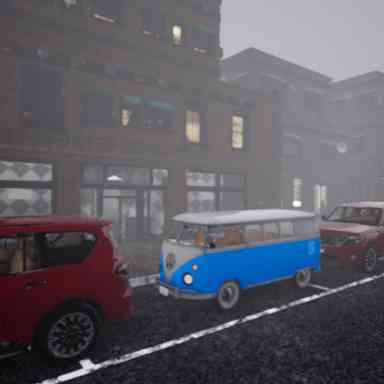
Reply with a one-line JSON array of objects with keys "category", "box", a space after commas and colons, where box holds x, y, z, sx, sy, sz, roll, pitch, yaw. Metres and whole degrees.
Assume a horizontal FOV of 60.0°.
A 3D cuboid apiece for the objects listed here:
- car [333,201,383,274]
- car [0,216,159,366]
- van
[{"category": "car", "box": [5.548, 1.260, 10.627, 5.009, 1.841, 2.192, 0, 1, -36]}, {"category": "car", "box": [-3.192, 1.317, 4.258, 5.009, 1.841, 2.192, 0, 1, -36]}, {"category": "van", "box": [1.178, 1.314, 7.443, 3.998, 1.788, 1.690, 0, 1, -36]}]
